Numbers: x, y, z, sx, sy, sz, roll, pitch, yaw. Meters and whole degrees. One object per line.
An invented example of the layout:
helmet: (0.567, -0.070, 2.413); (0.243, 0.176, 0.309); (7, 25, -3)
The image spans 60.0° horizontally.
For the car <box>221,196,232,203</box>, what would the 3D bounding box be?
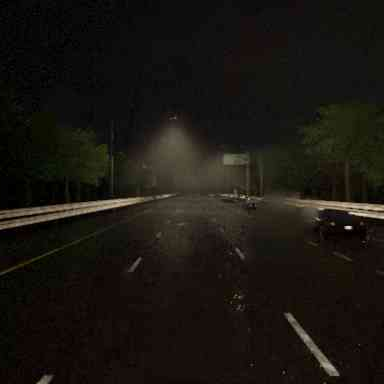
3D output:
car: (7.252, 1.529, 69.505); (1.994, 1.385, 4.181); (0, 0, 0)

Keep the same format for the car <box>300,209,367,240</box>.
car: (7.014, 1.567, 16.916); (1.994, 1.385, 4.181); (0, 0, 0)

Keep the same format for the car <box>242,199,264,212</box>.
car: (7.078, 1.546, 39.112); (2.033, 1.411, 5.357); (0, 0, 0)
